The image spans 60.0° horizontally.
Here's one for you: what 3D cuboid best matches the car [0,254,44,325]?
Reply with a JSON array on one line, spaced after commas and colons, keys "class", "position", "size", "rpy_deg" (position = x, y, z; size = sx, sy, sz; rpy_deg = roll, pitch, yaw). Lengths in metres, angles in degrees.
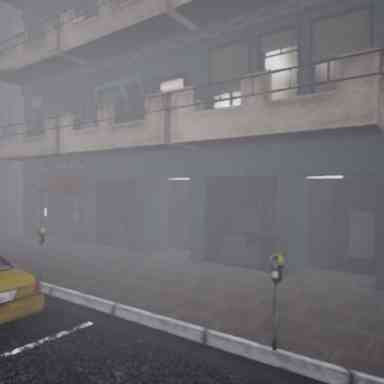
[{"class": "car", "position": [-4.687, 1.521, 6.201], "size": [4.829, 1.417, 1.752], "rpy_deg": [0, 1, 35]}]
